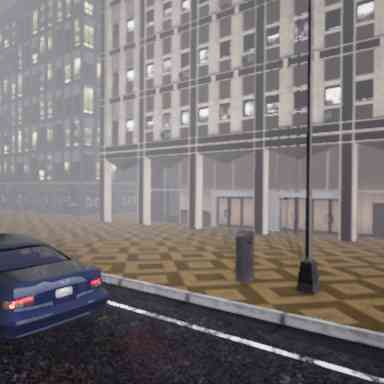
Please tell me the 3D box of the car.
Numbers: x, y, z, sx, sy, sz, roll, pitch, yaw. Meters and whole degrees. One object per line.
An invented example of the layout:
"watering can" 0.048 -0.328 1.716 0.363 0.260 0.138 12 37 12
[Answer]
"car" -3.954 1.545 6.463 5.357 1.411 2.033 0 0 36
